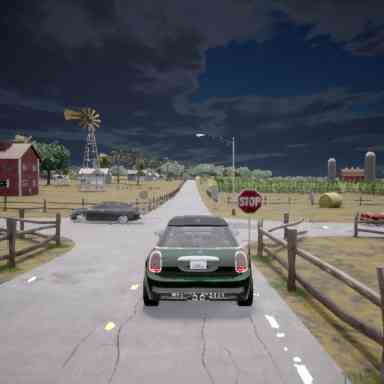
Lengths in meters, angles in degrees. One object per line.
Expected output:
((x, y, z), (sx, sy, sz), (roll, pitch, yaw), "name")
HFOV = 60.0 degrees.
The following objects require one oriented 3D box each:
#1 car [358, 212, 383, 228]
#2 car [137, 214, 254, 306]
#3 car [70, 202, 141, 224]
((14.387, 1.798, 23.464), (4.718, 1.301, 1.895), (1, 2, 0), "car")
((0.121, 1.346, 8.160), (2.097, 1.767, 4.553), (0, 0, 0), "car")
((-6.090, 1.446, 23.600), (4.892, 1.490, 1.837), (2, 1, 0), "car")
